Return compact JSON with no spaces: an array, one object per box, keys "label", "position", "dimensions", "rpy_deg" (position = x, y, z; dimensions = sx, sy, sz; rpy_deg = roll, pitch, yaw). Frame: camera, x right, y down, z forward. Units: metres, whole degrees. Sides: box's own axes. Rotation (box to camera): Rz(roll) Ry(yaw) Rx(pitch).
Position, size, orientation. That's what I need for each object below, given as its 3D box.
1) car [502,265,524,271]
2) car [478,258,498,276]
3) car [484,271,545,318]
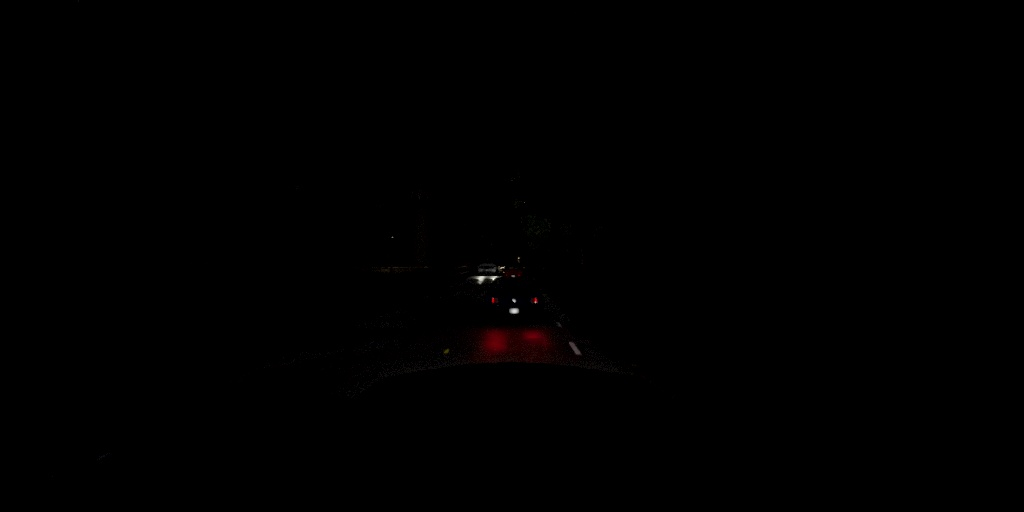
[{"label":"car","position":[0.086,1.467,30.979],"dimensions":[1.812,1.442,4.674],"rpy_deg":[0,-1,0]},{"label":"car","position":[-2.845,1.289,43.441],"dimensions":[2.150,2.045,5.566],"rpy_deg":[0,-1,0]},{"label":"car","position":[0.082,1.405,13.200],"dimensions":[1.895,1.301,4.718],"rpy_deg":[0,0,0]}]
